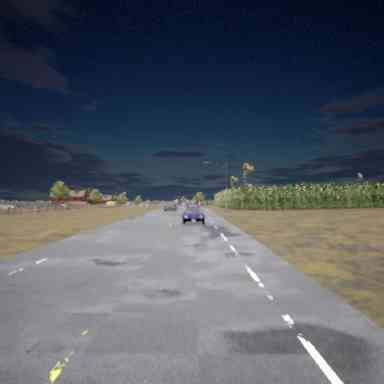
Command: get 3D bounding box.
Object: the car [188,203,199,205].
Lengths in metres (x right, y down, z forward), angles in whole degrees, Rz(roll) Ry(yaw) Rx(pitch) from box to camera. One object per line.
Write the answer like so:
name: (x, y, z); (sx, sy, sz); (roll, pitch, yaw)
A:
car: (0.143, 2.145, 40.240); (1.837, 1.490, 4.892); (0, -1, 0)

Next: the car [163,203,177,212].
car: (-3.506, 2.499, 54.173); (1.994, 1.385, 4.181); (0, -1, 1)

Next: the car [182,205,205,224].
car: (0.127, 2.014, 28.412); (1.895, 1.301, 4.718); (0, -1, 0)
